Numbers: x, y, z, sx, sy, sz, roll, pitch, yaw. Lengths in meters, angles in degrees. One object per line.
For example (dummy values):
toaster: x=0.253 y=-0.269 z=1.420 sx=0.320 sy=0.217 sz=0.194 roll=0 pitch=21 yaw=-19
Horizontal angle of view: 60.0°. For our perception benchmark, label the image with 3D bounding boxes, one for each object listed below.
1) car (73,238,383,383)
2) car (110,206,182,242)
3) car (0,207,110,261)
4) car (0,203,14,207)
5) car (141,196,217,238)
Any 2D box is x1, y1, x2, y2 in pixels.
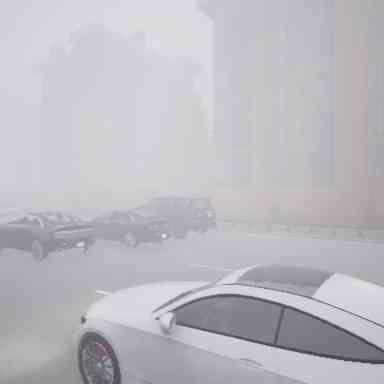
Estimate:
car: x=0.743 y=1.526 z=3.461 sx=4.674 sy=1.442 sz=1.812 roll=0 pitch=0 yaw=35
car: x=-3.074 y=1.505 z=14.780 sx=4.892 sy=1.490 sz=1.837 roll=0 pitch=0 yaw=35
car: x=-5.610 y=1.492 z=12.290 sx=4.902 sy=1.511 sz=2.128 roll=0 pitch=0 yaw=35
car: x=-16.900 y=1.600 z=28.934 sx=4.718 sy=1.301 sz=1.895 roll=0 pitch=0 yaw=35
car: x=-1.304 y=1.223 z=17.817 sx=5.566 sy=2.045 sz=2.150 roll=0 pitch=0 yaw=35
